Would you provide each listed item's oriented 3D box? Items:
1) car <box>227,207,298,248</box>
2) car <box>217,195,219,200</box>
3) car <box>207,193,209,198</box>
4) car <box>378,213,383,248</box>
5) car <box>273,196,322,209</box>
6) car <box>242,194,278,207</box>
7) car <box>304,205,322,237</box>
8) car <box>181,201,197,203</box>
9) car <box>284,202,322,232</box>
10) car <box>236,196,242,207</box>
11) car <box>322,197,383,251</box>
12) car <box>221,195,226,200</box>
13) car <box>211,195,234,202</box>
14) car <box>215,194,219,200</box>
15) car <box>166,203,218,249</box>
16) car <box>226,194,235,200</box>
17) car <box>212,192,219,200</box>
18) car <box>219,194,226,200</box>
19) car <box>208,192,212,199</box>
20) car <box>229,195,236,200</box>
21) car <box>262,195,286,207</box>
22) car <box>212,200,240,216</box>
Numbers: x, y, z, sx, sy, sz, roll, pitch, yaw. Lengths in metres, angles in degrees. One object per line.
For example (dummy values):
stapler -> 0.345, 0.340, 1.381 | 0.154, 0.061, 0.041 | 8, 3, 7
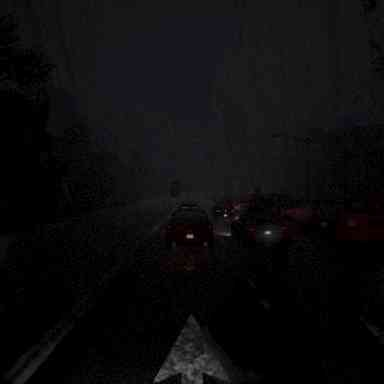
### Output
car -> 2.904, 1.562, 14.659 | 1.994, 1.385, 4.181 | 0, 0, -1
car -> 7.530, 1.718, 60.370 | 4.674, 1.452, 2.002 | 1, 0, -21
car -> 7.237, 1.613, 87.391 | 4.792, 1.488, 2.163 | 1, 1, -21
car -> 8.194, 1.477, 9.425 | 5.366, 1.575, 1.946 | 1, 0, -21
car -> 7.942, 1.353, 21.371 | 4.553, 1.767, 2.185 | 1, 0, -21
car -> 7.847, 1.246, 30.384 | 5.566, 2.045, 2.435 | 1, -1, -21
car -> 7.992, 1.505, 15.377 | 4.792, 1.488, 2.163 | 1, 0, -21
car -> -0.243, 1.506, 29.637 | 2.128, 1.511, 4.902 | 0, 0, -1
car -> 7.945, 1.477, 18.361 | 4.892, 1.521, 2.231 | 1, 0, -21
car -> 7.934, 1.523, 36.435 | 5.366, 1.575, 1.946 | 1, -1, -21
car -> 8.024, 1.226, 12.374 | 5.566, 2.045, 2.435 | 1, 0, -21
car -> 7.608, 1.624, 51.370 | 5.008, 1.535, 2.097 | 1, -1, -21
car -> 7.492, 1.631, 81.469 | 5.366, 1.575, 1.946 | 1, 0, -21
car -> 7.523, 1.712, 63.395 | 4.792, 1.488, 2.163 | 1, 0, -21
car -> -0.096, 1.475, 14.630 | 1.882, 1.535, 5.008 | 0, 0, -1
car -> 7.682, 1.307, 42.352 | 5.566, 2.045, 2.435 | 1, 0, -21
car -> 7.497, 1.436, 66.394 | 5.566, 2.045, 2.435 | 1, 0, -21
car -> 7.588, 1.536, 57.382 | 4.553, 1.767, 2.185 | 1, 0, -21
car -> 7.358, 1.419, 75.374 | 5.566, 2.045, 2.435 | 1, 1, -21
car -> 7.559, 1.533, 39.298 | 5.366, 1.575, 1.946 | 1, 0, -21
car -> 7.850, 1.355, 24.356 | 4.553, 1.767, 2.185 | 1, 0, -21
car -> 2.756, 1.627, 29.697 | 1.895, 1.301, 4.718 | 0, 0, -1
